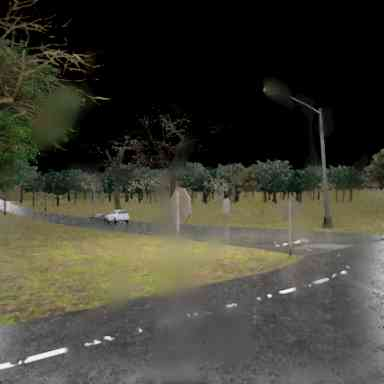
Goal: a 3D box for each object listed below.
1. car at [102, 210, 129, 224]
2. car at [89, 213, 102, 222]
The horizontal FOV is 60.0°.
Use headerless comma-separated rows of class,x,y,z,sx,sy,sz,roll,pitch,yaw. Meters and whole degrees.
car,-11.865,3.878,52.846,2.150,2.045,5.566,-1,-2,-34
car,-17.226,4.577,60.637,1.812,1.442,4.674,-1,-2,-35
